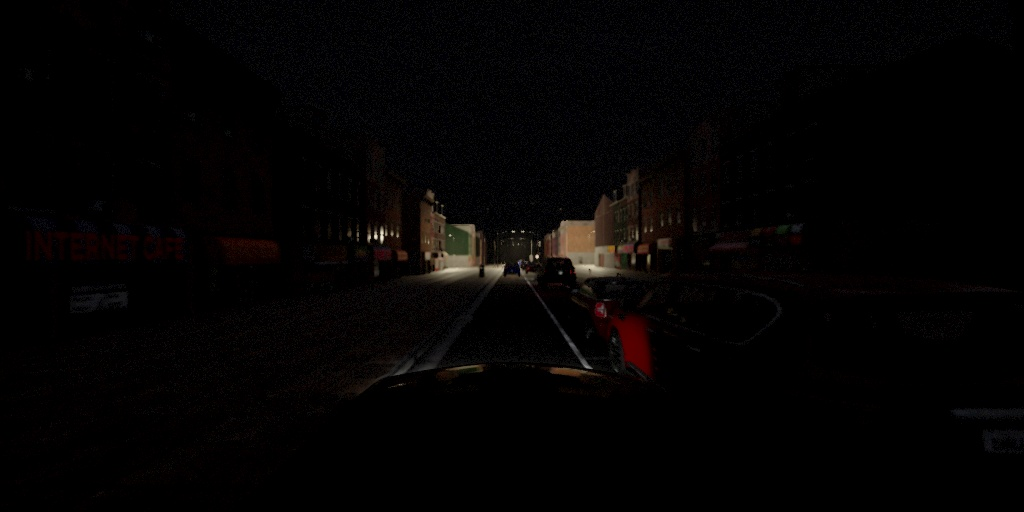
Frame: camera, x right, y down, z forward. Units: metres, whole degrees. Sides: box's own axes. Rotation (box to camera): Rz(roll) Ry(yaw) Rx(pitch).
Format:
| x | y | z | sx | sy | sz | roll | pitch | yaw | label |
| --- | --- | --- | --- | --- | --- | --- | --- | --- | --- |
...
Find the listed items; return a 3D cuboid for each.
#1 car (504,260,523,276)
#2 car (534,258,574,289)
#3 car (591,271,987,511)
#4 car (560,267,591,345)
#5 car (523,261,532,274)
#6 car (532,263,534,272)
| x | y | z | sx | sy | sz | roll | pitch | yaw | label |
| --- | --- | --- | --- | --- | --- | --- | --- | --- | --- |
| 0.031 | 1.536 | 42.217 | 1.882 | 1.535 | 5.008 | 0 | -1 | 1 | car |
| 2.988 | 1.142 | 24.713 | 2.150 | 2.045 | 5.566 | 0 | 0 | 0 | car |
| 2.638 | 1.082 | 4.281 | 2.192 | 1.841 | 5.009 | 0 | 0 | 0 | car |
| 2.640 | 1.243 | 9.683 | 1.967 | 1.591 | 4.097 | 0 | 0 | 0 | car |
| 2.650 | 1.681 | 47.498 | 1.802 | 1.307 | 4.207 | 0 | 0 | 0 | car |
| 3.032 | 1.494 | 31.681 | 1.812 | 1.442 | 4.674 | 0 | 0 | 0 | car |
